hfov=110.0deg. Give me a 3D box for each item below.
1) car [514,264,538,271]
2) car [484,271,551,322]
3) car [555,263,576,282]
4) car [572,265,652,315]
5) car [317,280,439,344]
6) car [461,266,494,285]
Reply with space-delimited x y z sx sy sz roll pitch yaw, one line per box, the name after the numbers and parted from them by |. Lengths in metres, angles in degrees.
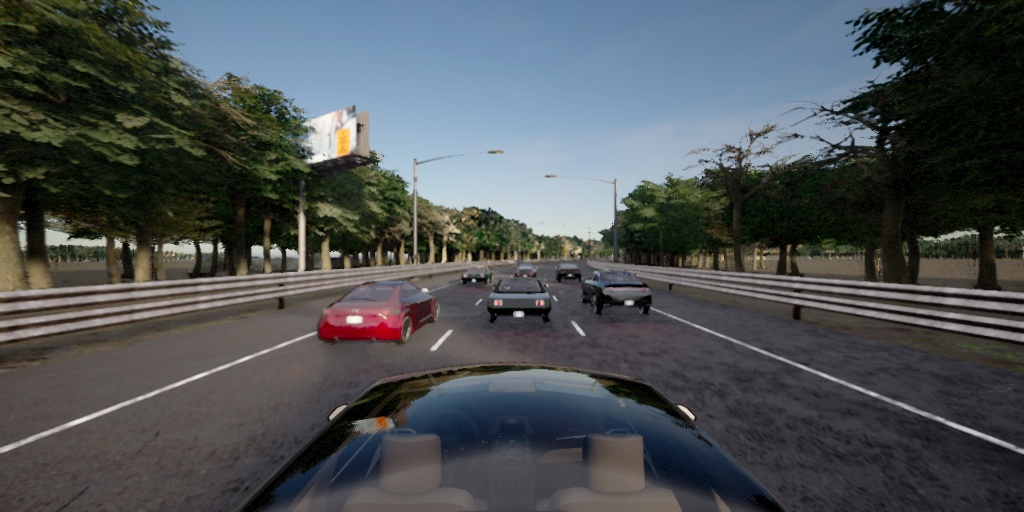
1.153 1.385 29.879 1.812 1.442 4.674 0 0 4 | car
0.276 1.391 12.536 1.895 1.301 4.718 0 0 2 | car
4.701 1.342 30.301 1.882 1.535 5.008 0 0 4 | car
3.823 1.291 13.867 2.128 1.511 4.902 0 0 2 | car
-3.310 1.340 9.674 1.994 1.385 4.181 0 0 2 | car
-2.527 1.446 27.414 1.895 1.301 4.718 0 0 4 | car
